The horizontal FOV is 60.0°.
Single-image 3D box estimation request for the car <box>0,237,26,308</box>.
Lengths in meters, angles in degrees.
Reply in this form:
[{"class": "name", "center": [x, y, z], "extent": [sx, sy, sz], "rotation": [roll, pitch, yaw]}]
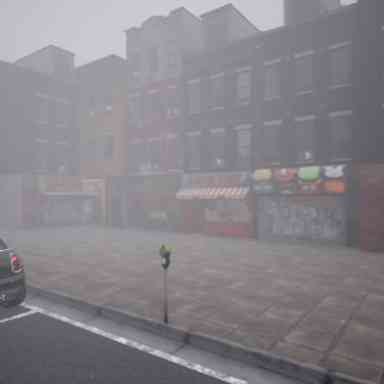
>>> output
[{"class": "car", "center": [-5.438, 1.401, 6.820], "extent": [4.553, 1.767, 2.097], "rotation": [0, 0, 35]}]
